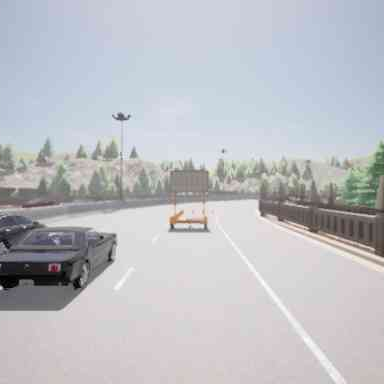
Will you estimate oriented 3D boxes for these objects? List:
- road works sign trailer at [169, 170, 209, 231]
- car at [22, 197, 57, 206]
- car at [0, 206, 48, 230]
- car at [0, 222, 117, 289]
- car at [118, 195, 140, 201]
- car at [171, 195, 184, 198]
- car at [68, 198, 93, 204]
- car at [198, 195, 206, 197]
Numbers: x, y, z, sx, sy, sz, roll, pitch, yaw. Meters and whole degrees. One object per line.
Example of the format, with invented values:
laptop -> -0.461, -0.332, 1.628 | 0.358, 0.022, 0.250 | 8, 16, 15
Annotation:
road works sign trailer -> -0.142, 0.426, 20.457 | 2.380, 3.560, 2.880 | 0, 0, 3
car -> -18.859, 1.418, 41.242 | 1.882, 1.535, 5.008 | 0, 0, 12
car -> -6.898, 1.483, 11.914 | 1.837, 1.490, 4.892 | 0, 0, 0
car -> -3.398, 1.584, 9.070 | 1.895, 1.301, 4.718 | 0, 0, 0
car -> -10.731, 1.259, 56.906 | 2.097, 1.767, 4.553 | 0, 0, 21
car -> -3.184, 1.463, 79.342 | 1.895, 1.301, 4.718 | 0, 0, 31
car -> -12.492, 1.460, 37.350 | 1.812, 1.442, 4.674 | 0, 0, 10
car -> 2.400, 1.391, 75.088 | 1.994, 1.385, 4.181 | 0, 0, 31
